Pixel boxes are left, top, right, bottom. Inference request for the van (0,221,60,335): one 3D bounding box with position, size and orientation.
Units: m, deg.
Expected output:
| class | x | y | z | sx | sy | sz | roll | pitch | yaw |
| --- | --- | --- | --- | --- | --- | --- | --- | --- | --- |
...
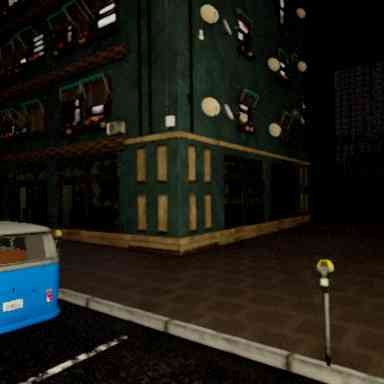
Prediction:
| class | x | y | z | sx | sy | sz | roll | pitch | yaw |
| --- | --- | --- | --- | --- | --- | --- | --- | --- | --- |
| van | -4.010 | 1.355 | 5.748 | 3.998 | 1.788 | 1.690 | 0 | -1 | 35 |
